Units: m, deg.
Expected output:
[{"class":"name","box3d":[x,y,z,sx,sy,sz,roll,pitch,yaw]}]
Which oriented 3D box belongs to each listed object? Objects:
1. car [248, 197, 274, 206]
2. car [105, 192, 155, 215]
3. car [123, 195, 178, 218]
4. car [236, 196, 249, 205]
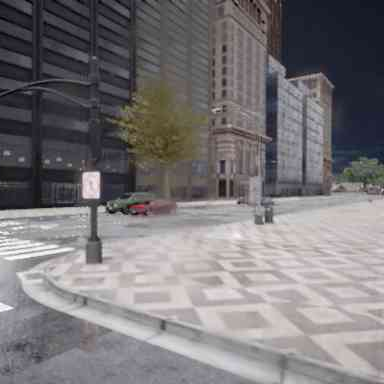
[{"class":"car","box3d":[10.407,1.387,48.370,1.994,1.385,4.181,1,0,36]},{"class":"car","box3d":[-5.566,1.067,31.508,2.150,2.045,5.566,1,1,35]},{"class":"car","box3d":[-3.293,1.351,29.098,1.882,1.535,5.008,1,0,35]},{"class":"car","box3d":[8.824,1.342,51.735,2.033,1.411,5.357,1,0,35]}]
